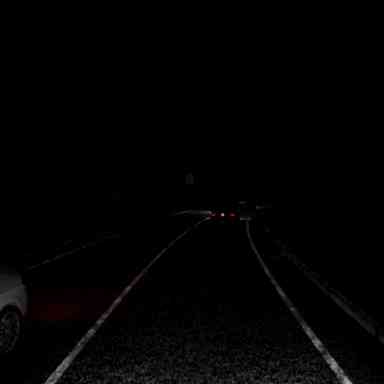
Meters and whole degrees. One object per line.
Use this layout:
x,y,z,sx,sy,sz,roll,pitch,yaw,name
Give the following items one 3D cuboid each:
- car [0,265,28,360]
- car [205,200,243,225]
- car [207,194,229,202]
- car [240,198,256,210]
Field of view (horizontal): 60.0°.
-3.436,1.532,3.287,1.812,1.442,4.674,0,0,2,car
2.475,1.562,24.461,2.033,1.411,5.357,-1,0,10,car
3.416,1.312,43.467,2.150,2.045,5.566,-2,0,18,car
6.946,1.477,42.143,2.128,1.511,4.902,-2,0,17,car
